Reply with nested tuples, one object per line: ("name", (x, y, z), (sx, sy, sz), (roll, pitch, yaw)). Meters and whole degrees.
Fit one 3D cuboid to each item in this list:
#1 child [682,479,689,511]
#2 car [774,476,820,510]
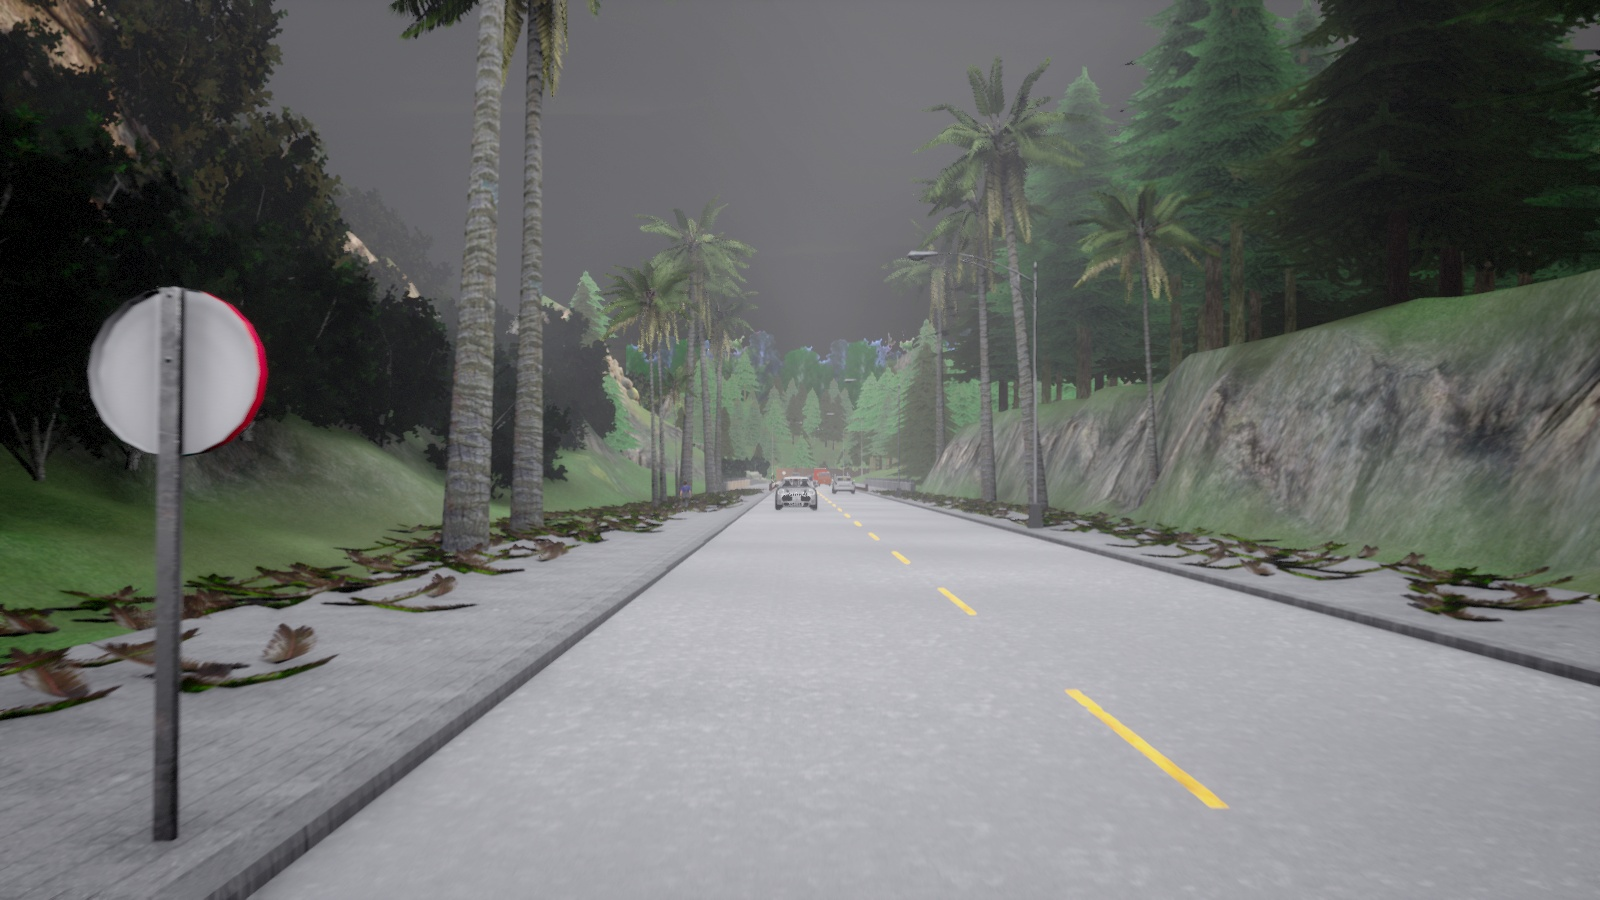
("child", (-4.490, 1.759, 49.174), (0.270, 1.263, 0.437), (0, -1, -8))
("car", (-0.150, 1.887, 56.159), (1.970, 1.475, 3.806), (0, -1, 0))
